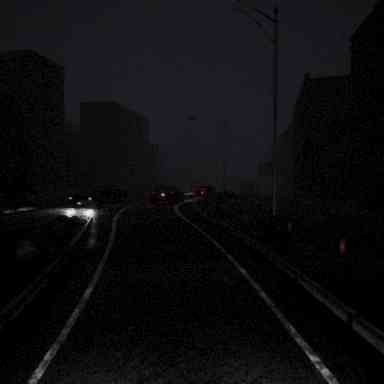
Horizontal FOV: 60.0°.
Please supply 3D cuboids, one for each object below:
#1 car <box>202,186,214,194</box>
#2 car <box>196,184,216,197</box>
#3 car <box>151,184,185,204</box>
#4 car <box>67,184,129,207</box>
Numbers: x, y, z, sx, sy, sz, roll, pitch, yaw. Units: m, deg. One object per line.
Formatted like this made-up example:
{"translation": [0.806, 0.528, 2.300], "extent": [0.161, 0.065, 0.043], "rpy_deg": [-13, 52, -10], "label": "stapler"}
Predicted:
{"translation": [3.045, -0.440, 63.255], "extent": [1.837, 1.490, 4.892], "rpy_deg": [1, 2, 9], "label": "car"}
{"translation": [1.751, -0.204, 40.606], "extent": [1.837, 1.490, 4.892], "rpy_deg": [1, 1, 14], "label": "car"}
{"translation": [-1.779, 0.105, 25.263], "extent": [1.994, 1.385, 4.181], "rpy_deg": [0, 2, 7], "label": "car"}
{"translation": [-6.199, 0.188, 22.792], "extent": [2.033, 1.411, 5.357], "rpy_deg": [1, 3, 15], "label": "car"}
